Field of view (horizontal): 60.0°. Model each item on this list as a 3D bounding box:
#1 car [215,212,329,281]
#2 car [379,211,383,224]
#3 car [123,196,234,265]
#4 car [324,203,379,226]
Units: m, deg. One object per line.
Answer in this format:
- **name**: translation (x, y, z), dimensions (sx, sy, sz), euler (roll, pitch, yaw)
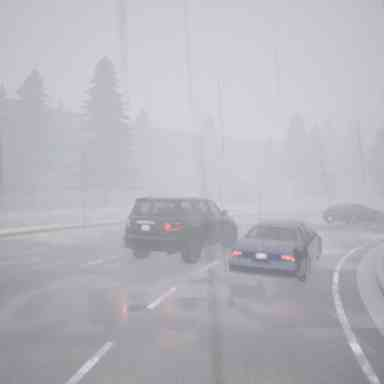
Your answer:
- **car**: translation (2.734, 1.547, 10.038), dimensions (2.033, 1.411, 5.357), euler (0, 0, 26)
- **car**: translation (14.377, 1.594, 21.136), dimensions (4.181, 1.385, 1.994), euler (0, 0, -26)
- **car**: translation (-0.138, 1.199, 12.071), dimensions (2.150, 2.045, 5.566), euler (0, -1, 27)
- **car**: translation (11.424, 1.524, 23.539), dimensions (4.892, 1.490, 1.837), euler (0, 0, -29)
